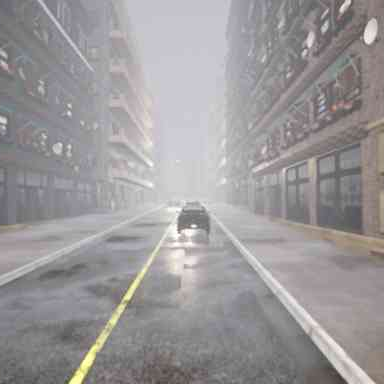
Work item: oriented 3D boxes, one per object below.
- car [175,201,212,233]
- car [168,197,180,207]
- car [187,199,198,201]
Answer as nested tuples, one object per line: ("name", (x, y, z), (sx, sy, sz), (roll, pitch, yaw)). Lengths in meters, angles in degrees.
("car", (0.092, 1.527, 19.733), (1.837, 1.490, 4.892), (0, 0, 0))
("car", (-2.836, 1.572, 53.515), (2.128, 1.511, 4.902), (0, 0, 0))
("car", (0.081, 1.547, 41.154), (2.128, 1.511, 4.902), (0, 0, 0))
